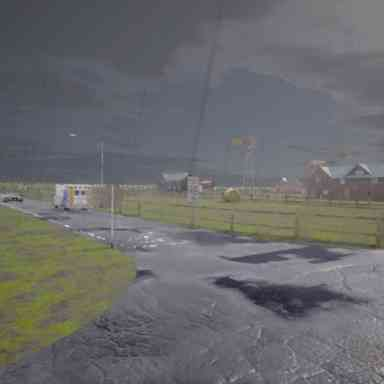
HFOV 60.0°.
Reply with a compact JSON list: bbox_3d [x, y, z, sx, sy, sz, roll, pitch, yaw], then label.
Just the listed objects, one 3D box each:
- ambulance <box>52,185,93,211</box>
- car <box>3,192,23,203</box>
[{"bbox_3d":[-11.885,0.534,32.672,2.351,2.431,6.366,1,0,-36],"label":"ambulance"},{"bbox_3d":[-24.624,0.747,45.687,1.994,1.385,4.181,1,1,-36],"label":"car"}]
